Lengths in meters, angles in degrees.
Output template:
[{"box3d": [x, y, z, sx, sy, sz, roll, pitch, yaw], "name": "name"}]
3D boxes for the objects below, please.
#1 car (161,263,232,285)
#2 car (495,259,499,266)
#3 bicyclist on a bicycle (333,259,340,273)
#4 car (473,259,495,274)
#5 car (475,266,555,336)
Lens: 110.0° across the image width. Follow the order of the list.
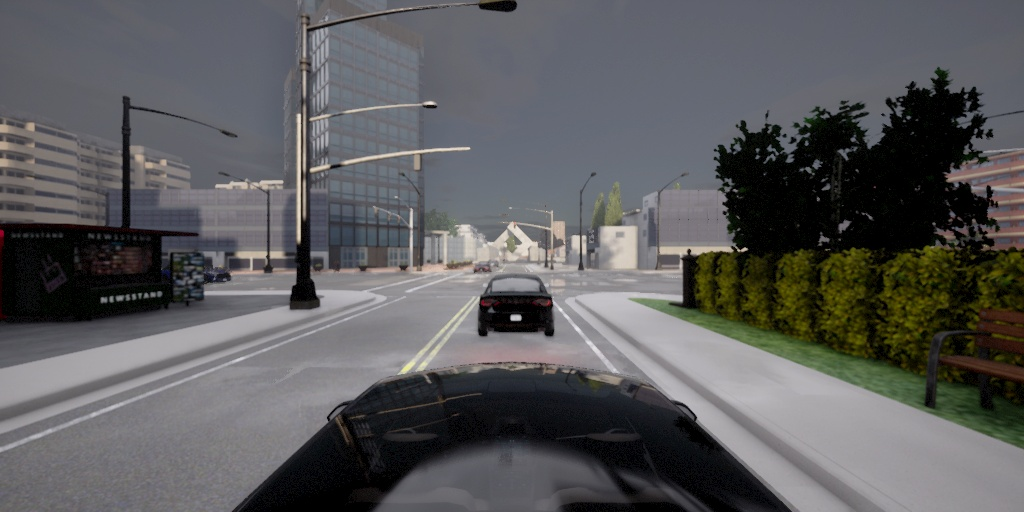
[{"box3d": [-24.729, 1.321, 28.056, 4.553, 1.767, 2.097, -1, 0, 0], "name": "car"}, {"box3d": [-3.286, 1.278, 62.395, 2.128, 1.511, 4.902, 0, 0, 1], "name": "car"}, {"box3d": [-21.803, 1.241, 44.545, 0.582, 1.620, 1.656, -1, 0, 0], "name": "bicyclist on a bicycle"}, {"box3d": [-3.413, 1.359, 42.178, 1.994, 1.385, 4.181, 0, 0, 0], "name": "car"}, {"box3d": [0.114, 1.233, 10.476, 1.882, 1.535, 5.008, 0, 0, 1], "name": "car"}]
